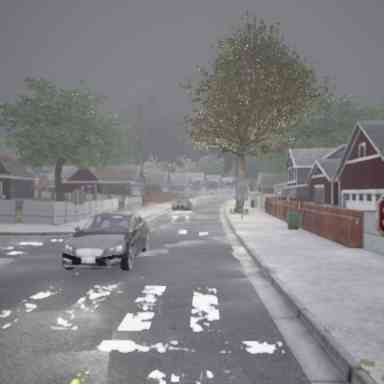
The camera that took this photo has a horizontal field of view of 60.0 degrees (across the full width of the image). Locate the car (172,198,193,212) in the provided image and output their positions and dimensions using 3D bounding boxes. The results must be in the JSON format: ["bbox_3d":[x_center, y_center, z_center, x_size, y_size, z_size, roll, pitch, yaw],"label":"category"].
[{"bbox_3d":[-1.040,1.407,36.669,1.994,1.385,4.181,0,1,5],"label":"car"}]

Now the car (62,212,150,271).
[{"bbox_3d":[-2.554,1.436,10.870,2.128,1.511,4.902,1,1,2],"label":"car"}]
